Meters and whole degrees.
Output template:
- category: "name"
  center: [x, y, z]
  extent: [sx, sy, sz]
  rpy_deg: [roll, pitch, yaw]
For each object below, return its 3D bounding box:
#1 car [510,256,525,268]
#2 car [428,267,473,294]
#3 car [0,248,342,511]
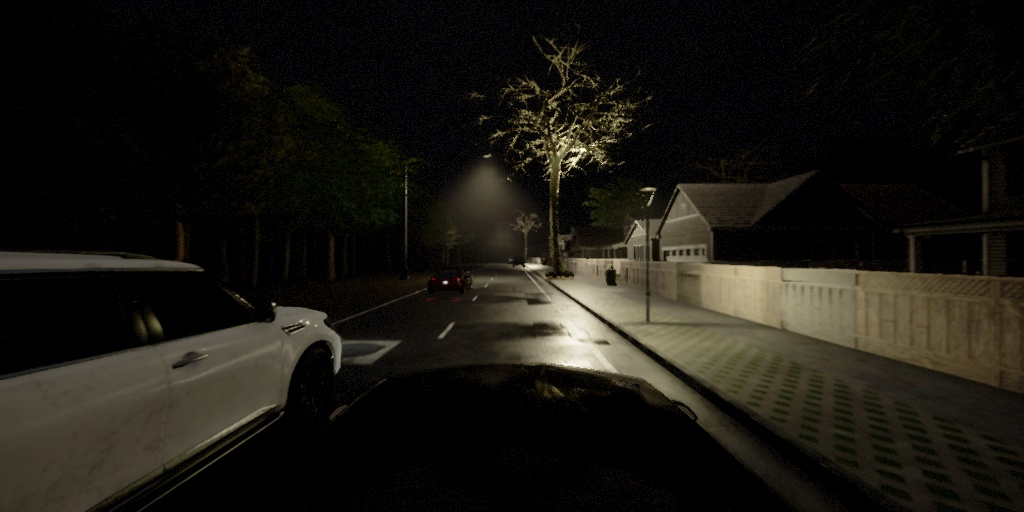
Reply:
- category: "car"
  center: [1.227, 1.032, 64.489]
  extent: [2.150, 2.045, 5.566]
  rpy_deg: [0, 0, 0]
- category: "car"
  center: [-3.398, 1.321, 20.288]
  extent: [1.994, 1.385, 4.181]
  rpy_deg: [0, 0, 0]
- category: "car"
  center: [-3.399, 0.972, 2.532]
  extent: [2.150, 2.045, 5.566]
  rpy_deg: [0, 0, 0]
